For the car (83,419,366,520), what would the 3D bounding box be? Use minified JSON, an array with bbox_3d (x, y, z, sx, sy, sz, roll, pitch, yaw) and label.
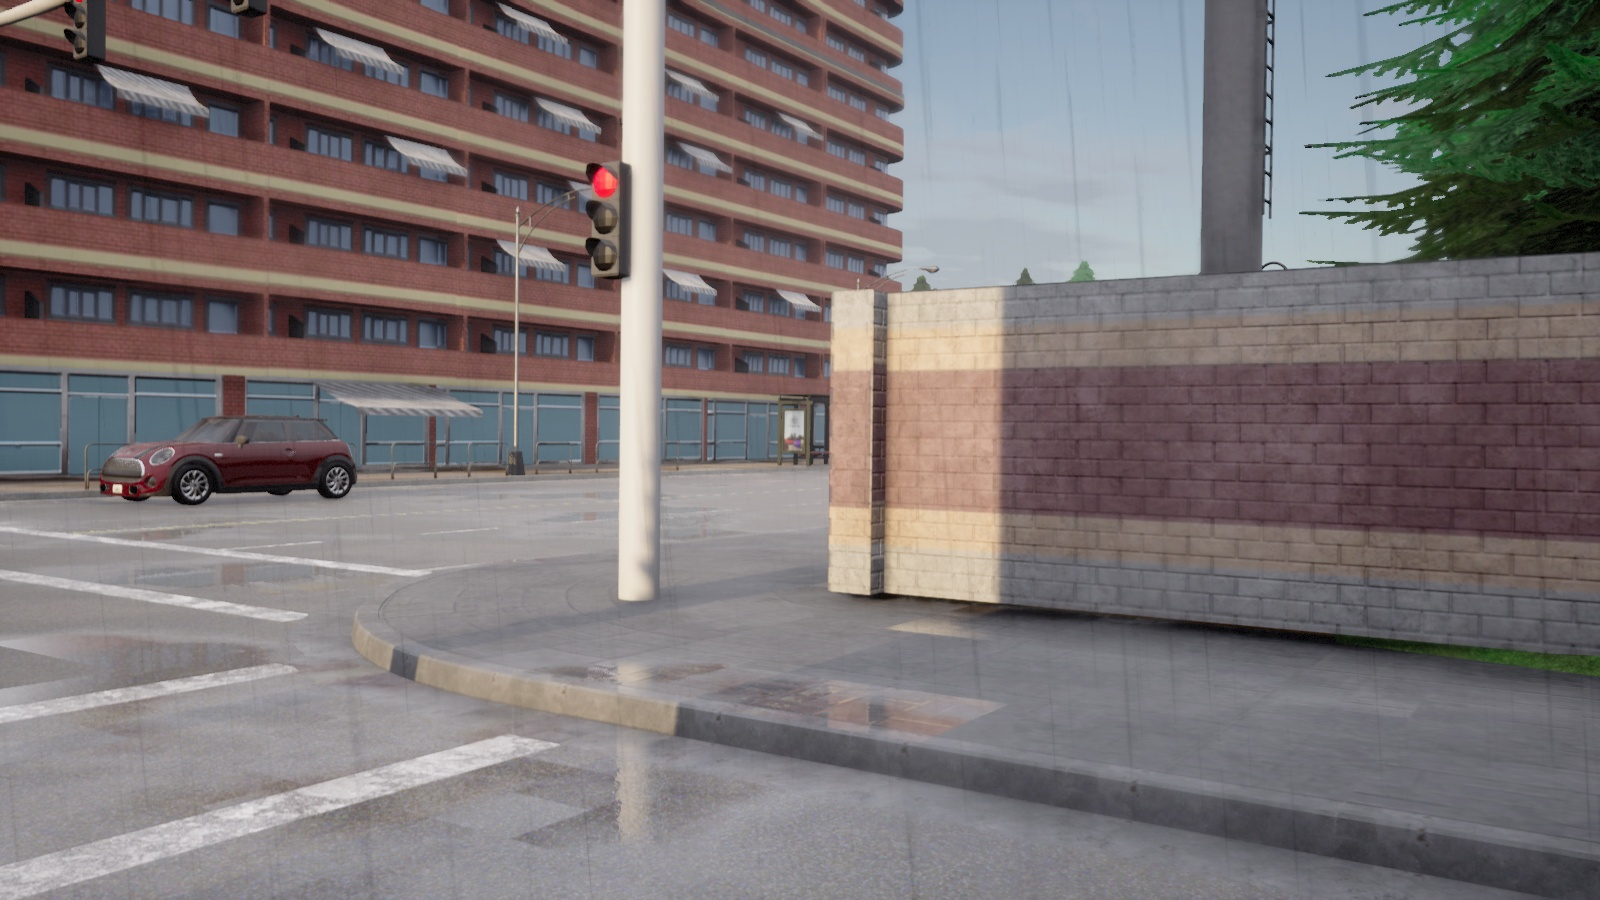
[{"bbox_3d":[-11.007,0.305,24.342,2.097,1.767,4.553,0,1,33],"label":"car"}]
